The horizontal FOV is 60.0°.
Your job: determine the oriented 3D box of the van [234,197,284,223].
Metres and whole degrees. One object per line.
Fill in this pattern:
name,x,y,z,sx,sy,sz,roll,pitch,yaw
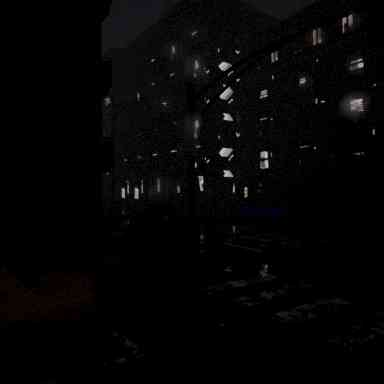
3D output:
van,4.932,1.280,24.945,1.690,1.788,3.998,0,0,-36

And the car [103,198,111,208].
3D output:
car,-11.715,1.463,47.841,1.887,1.381,4.507,-1,0,-36

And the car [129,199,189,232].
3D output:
car,-1.856,1.441,20.033,1.967,1.590,4.097,0,0,-36

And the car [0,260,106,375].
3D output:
car,-3.551,1.525,4.032,4.829,1.417,1.752,0,0,-36

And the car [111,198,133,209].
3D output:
car,-8.385,1.463,43.262,1.887,1.381,4.507,-1,0,-36
